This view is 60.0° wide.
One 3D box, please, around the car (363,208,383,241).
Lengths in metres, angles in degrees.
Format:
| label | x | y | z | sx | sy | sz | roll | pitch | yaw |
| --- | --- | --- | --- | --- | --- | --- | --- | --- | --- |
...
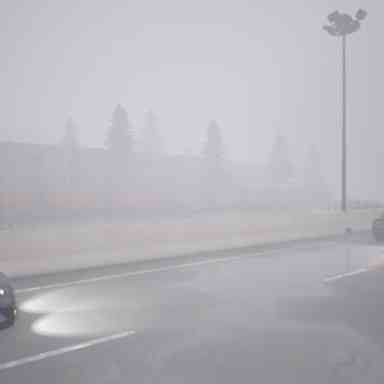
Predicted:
| label | x | y | z | sx | sy | sz | roll | pitch | yaw |
| --- | --- | --- | --- | --- | --- | --- | --- | --- | --- |
| car | 10.138 | 1.490 | 15.275 | 4.892 | 1.490 | 1.837 | 0 | 0 | -36 |

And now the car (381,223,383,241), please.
| label | x | y | z | sx | sy | sz | roll | pitch | yaw |
| --- | --- | --- | --- | --- | --- | --- | --- | --- | --- |
| car | 7.654 | 1.537 | 9.202 | 5.357 | 1.411 | 2.033 | 0 | 0 | -35 |

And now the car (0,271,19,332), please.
| label | x | y | z | sx | sy | sz | roll | pitch | yaw |
| --- | --- | --- | --- | --- | --- | --- | --- | --- | --- |
| car | -4.784 | 1.565 | 4.633 | 4.181 | 1.385 | 1.994 | 0 | 0 | -35 |
